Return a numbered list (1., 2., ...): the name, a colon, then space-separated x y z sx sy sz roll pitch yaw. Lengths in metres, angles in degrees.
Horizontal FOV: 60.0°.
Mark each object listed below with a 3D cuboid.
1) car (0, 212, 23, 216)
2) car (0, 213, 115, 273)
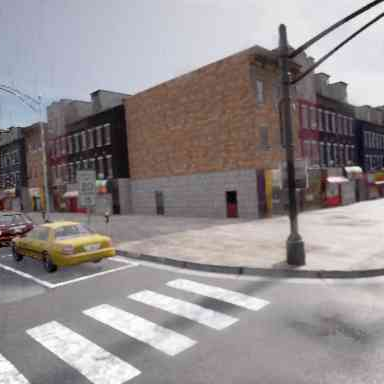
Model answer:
1. car: -8.220 1.586 14.447 4.097 1.590 1.967 -2 2 44
2. car: -4.372 1.533 10.700 4.829 1.417 1.752 -2 2 44
